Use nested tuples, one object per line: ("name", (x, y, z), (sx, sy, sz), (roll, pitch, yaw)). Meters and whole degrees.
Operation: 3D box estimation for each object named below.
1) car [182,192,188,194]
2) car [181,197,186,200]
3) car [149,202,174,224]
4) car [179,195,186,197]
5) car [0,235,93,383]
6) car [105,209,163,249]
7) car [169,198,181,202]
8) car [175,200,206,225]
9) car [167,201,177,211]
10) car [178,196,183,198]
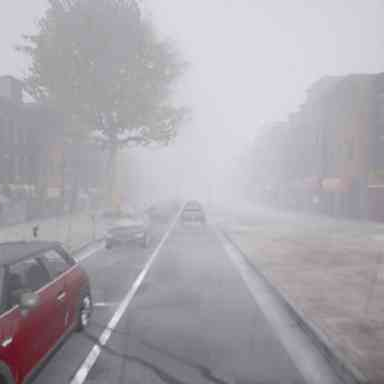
("car", (-2.740, 1.523, 81.485), (1.967, 1.590, 4.097), (0, 1, 0))
("car", (0.046, 1.745, 41.852), (2.128, 1.511, 4.902), (0, 0, 0))
("car", (-2.679, 1.727, 26.120), (1.887, 1.381, 4.507), (-1, 0, 0))
("car", (-2.728, 1.764, 70.421), (1.802, 1.307, 4.206), (0, 0, 0))
("car", (-2.654, 1.476, 3.980), (1.967, 1.590, 4.097), (-1, 0, 0))
("car", (-2.665, 1.670, 15.050), (2.008, 1.369, 4.403), (-1, 0, 0))
("car", (-2.700, 1.803, 42.722), (1.887, 1.381, 4.507), (-1, 0, 0))
("car", (0.066, 1.671, 25.767), (2.128, 1.511, 4.902), (0, 0, 0))
("car", (-2.685, 1.790, 31.655), (1.802, 1.307, 4.206), (-1, 0, 0))
("car", (-2.711, 1.841, 53.801), (1.947, 1.339, 4.313), (0, 0, 0))
